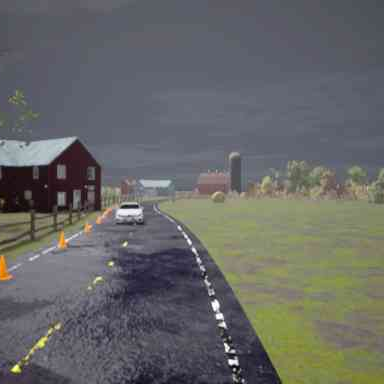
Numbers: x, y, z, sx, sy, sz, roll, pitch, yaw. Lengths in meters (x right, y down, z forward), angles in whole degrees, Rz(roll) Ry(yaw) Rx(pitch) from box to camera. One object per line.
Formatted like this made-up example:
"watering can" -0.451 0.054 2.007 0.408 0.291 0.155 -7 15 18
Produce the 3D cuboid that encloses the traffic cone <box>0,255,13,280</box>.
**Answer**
"traffic cone" -4.870 1.932 8.580 0.340 0.580 0.340 0 0 -3

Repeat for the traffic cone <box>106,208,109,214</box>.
"traffic cone" -7.355 1.886 28.076 0.340 0.580 0.340 0 0 -11

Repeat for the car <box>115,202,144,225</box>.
"car" -4.413 1.464 23.663 1.812 1.442 4.674 0 0 -9

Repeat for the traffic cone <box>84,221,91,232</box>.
"traffic cone" -5.785 1.908 18.369 0.340 0.580 0.340 0 0 -7

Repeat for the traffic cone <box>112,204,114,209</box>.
"traffic cone" -9.329 1.867 37.935 0.340 0.580 0.340 0 0 -10

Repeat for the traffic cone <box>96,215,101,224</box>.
"traffic cone" -6.489 1.897 23.236 0.340 0.580 0.340 0 0 -9

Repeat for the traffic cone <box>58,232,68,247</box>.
"traffic cone" -5.246 1.920 13.482 0.340 0.580 0.340 0 0 -5
